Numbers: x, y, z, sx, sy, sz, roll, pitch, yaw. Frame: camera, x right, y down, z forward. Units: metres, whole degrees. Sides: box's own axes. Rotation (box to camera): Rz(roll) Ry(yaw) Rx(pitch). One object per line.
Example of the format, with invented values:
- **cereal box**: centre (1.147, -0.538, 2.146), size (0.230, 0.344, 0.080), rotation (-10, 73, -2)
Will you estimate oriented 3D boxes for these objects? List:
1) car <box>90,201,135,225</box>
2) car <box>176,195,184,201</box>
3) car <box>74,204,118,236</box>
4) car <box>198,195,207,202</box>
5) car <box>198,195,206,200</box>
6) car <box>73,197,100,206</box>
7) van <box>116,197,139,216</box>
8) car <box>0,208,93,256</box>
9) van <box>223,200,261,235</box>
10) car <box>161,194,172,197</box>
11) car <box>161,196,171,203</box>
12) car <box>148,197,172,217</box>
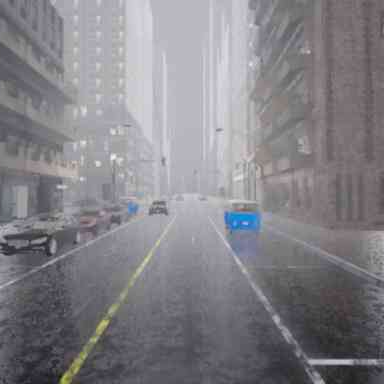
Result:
- **car**: centre (-5.647, 1.565, 24.060), size (1.947, 1.339, 4.313), rotation (1, 0, 0)
- **car**: centre (-3.012, 1.472, 81.183), size (1.882, 1.535, 5.008), rotation (0, 0, 0)
- **car**: centre (-5.646, 1.581, 18.521), size (1.802, 1.307, 4.206), rotation (1, 0, 0)
- **car**: centre (2.692, 1.576, 78.881), size (1.802, 1.307, 4.206), rotation (1, 0, 0)
- **car**: centre (2.692, 1.518, 90.207), size (1.752, 1.417, 4.829), rotation (1, 0, 0)
- **car**: centre (-16.498, 1.494, 52.246), size (4.097, 1.590, 1.967), rotation (0, -1, 0)
- **van**: centre (-5.813, 1.339, 29.602), size (1.690, 1.788, 3.998), rotation (1, 0, 0)
- **car**: centre (-5.645, 1.550, 12.980), size (2.008, 1.369, 4.403), rotation (1, 0, 0)
- **van**: centre (2.706, 1.340, 18.574), size (1.690, 1.788, 3.998), rotation (1, 0, 0)
- **car**: centre (-5.683, 1.435, 67.668), size (1.967, 1.590, 4.097), rotation (1, 0, 0)
- **car**: centre (-5.687, 1.576, 73.243), size (1.802, 1.307, 4.206), rotation (1, 0, 0)
- **car**: centre (-3.042, 1.504, 31.847), size (1.837, 1.490, 4.892), rotation (0, 0, 1)
